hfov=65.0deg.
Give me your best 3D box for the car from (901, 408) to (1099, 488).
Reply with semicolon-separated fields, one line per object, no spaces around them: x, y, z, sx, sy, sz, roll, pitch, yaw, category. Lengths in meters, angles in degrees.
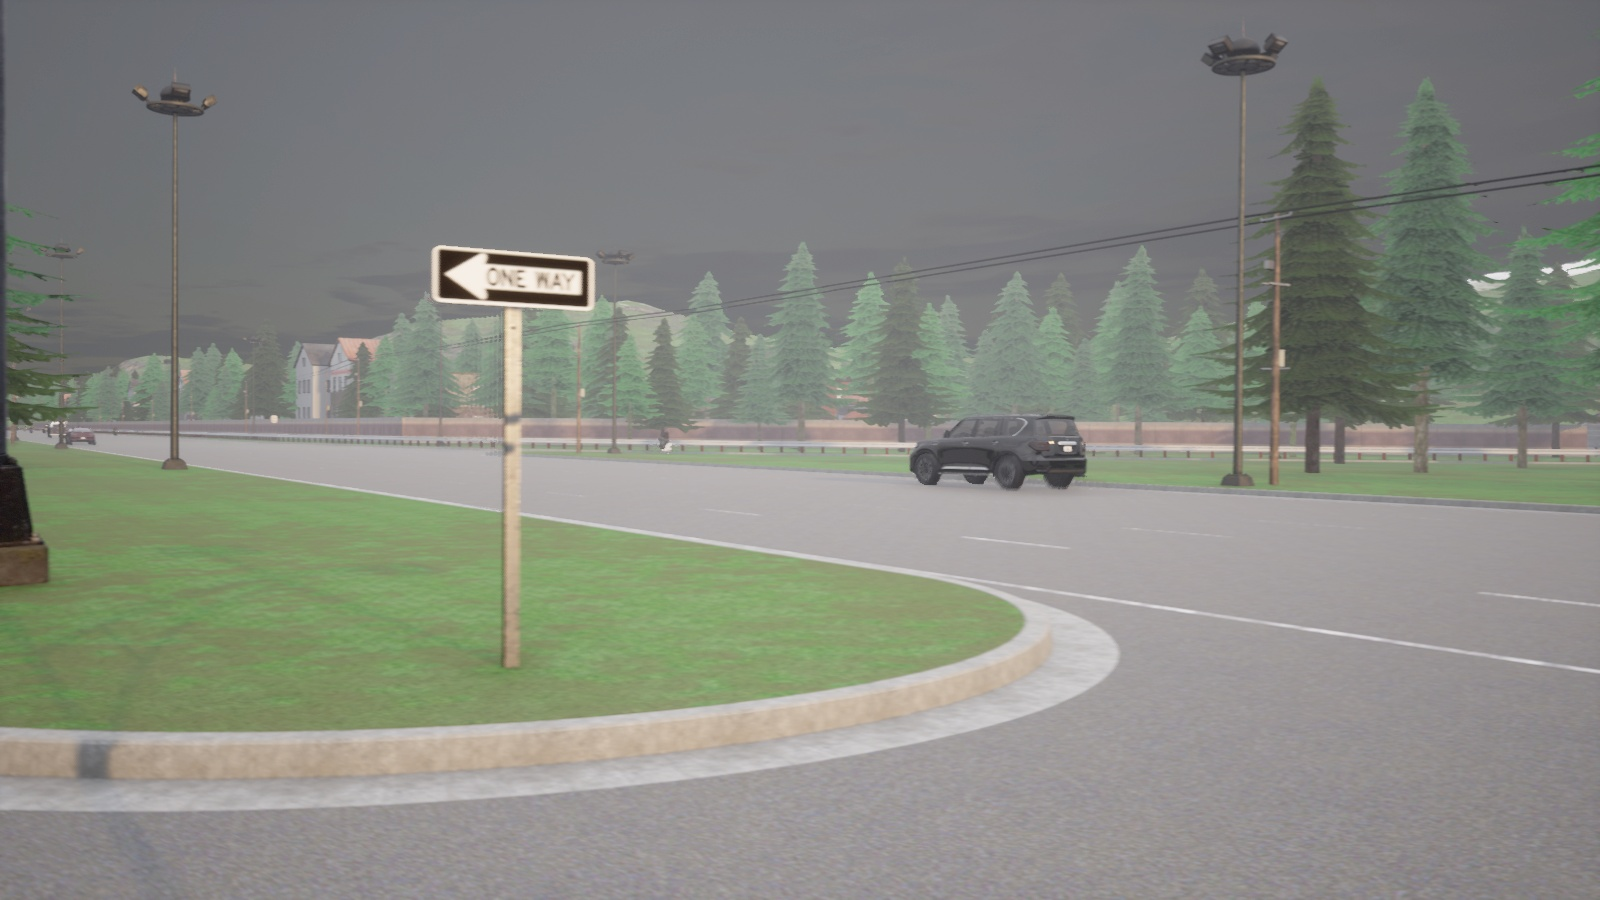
5.435;-0.084;34.963;2.150;2.045;5.566;-1;1;-35;car
